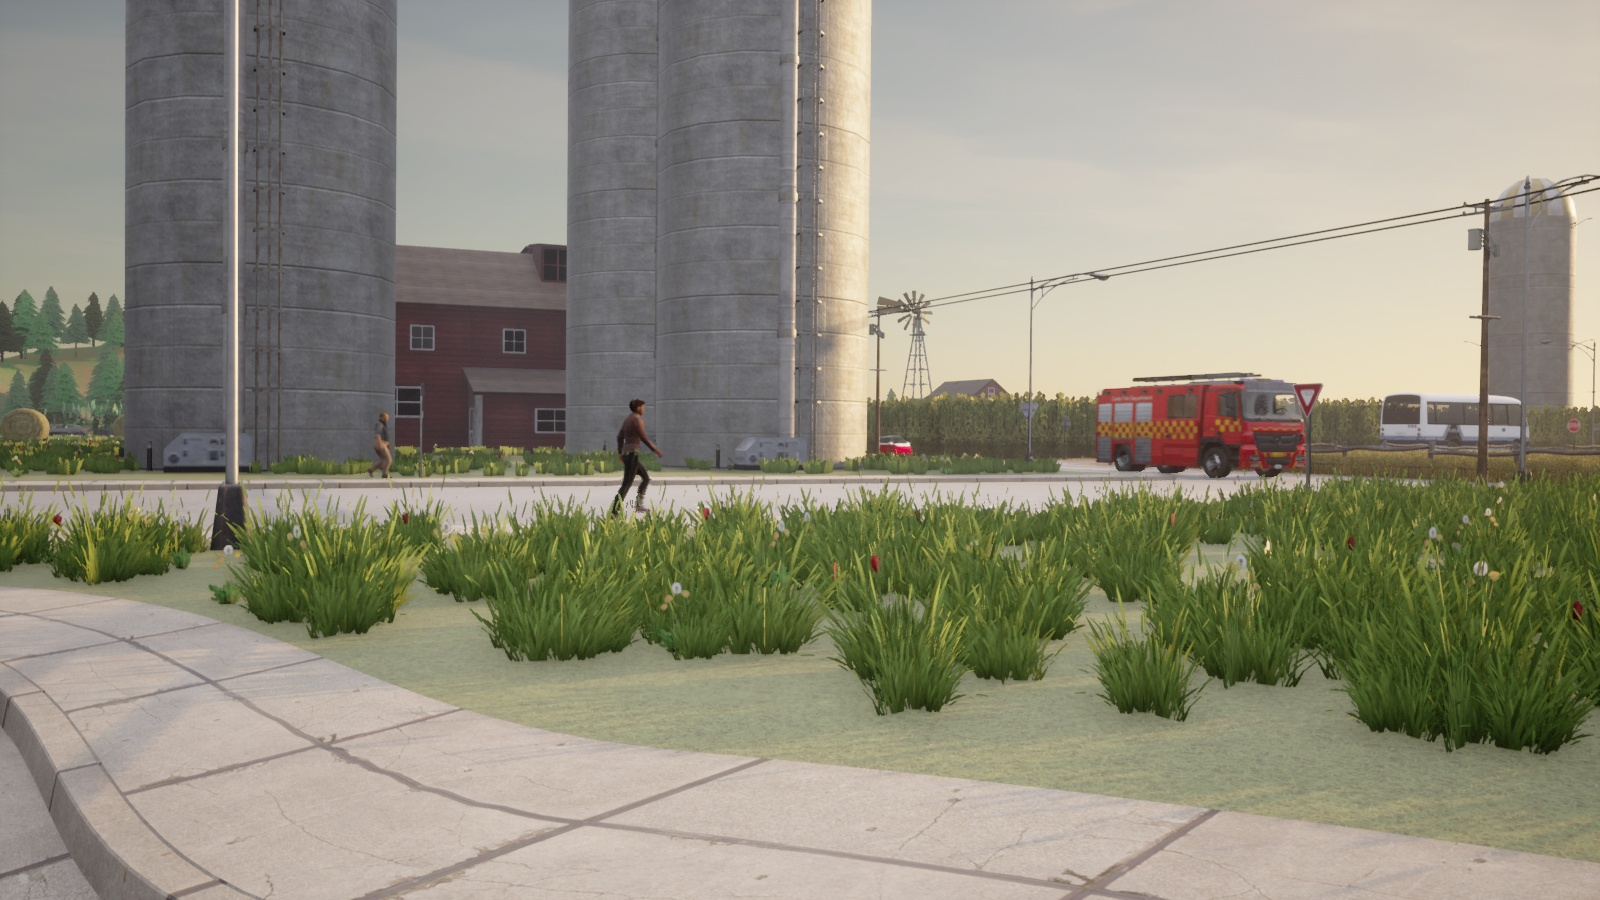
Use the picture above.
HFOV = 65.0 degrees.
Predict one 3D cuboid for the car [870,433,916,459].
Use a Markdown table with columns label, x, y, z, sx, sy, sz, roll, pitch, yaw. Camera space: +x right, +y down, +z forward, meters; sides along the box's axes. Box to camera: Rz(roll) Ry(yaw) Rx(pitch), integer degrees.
| label | x | y | z | sx | sy | sz | roll | pitch | yaw |
| --- | --- | --- | --- | --- | --- | --- | --- | --- | --- |
| car | 5.219 | -0.227 | 70.530 | 1.481 | 1.376 | 2.207 | -1 | 1 | -40 |

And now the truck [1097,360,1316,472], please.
| label | x | y | z | sx | sy | sz | roll | pitch | yaw |
| --- | --- | --- | --- | --- | --- | --- | --- | --- | --- |
| truck | 14.949 | -1.208 | 47.063 | 2.891 | 3.827 | 8.468 | -1 | 1 | -24 |

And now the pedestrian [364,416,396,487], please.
| label | x | y | z | sx | sy | sz | roll | pitch | yaw |
| --- | --- | --- | --- | --- | --- | --- | --- | --- | --- |
| pedestrian | -10.928 | 0.032 | 32.694 | 0.694 | 1.848 | 0.540 | -1 | 1 | -12 |

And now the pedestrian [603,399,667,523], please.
| label | x | y | z | sx | sy | sz | roll | pitch | yaw |
| --- | --- | --- | --- | --- | --- | --- | --- | --- | --- |
| pedestrian | -2.444 | 0.152 | 18.648 | 0.869 | 1.805 | 0.328 | -1 | 1 | -26 |

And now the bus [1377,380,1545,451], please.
| label | x | y | z | sx | sy | sz | roll | pitch | yaw |
| --- | --- | --- | --- | --- | --- | --- | --- | --- | --- |
| bus | 42.089 | -2.181 | 79.932 | 10.273 | 4.253 | 3.944 | -1 | 1 | -24 |
